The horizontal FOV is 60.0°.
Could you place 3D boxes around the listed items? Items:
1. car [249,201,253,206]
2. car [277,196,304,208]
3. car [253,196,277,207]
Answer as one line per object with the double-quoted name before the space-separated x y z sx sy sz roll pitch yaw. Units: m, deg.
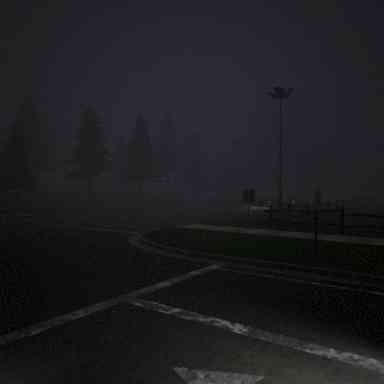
"car" 11.166 1.548 54.867 2.033 1.411 5.357 0 0 35
"car" 14.209 1.352 47.059 2.097 1.767 4.553 0 0 35
"car" 11.353 1.352 49.082 2.097 1.767 4.553 0 0 35
